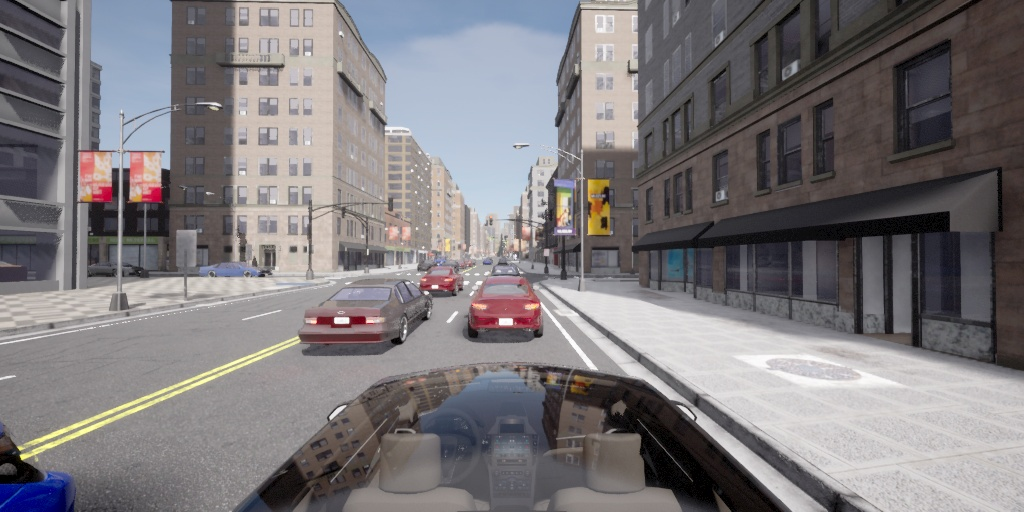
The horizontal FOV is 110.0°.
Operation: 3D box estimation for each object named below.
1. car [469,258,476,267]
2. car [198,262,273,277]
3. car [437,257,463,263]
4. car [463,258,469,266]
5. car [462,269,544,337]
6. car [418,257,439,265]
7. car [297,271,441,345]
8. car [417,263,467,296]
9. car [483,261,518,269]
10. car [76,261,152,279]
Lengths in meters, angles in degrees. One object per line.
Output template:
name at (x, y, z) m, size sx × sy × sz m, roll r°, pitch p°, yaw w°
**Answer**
car at (-8.246, 1.065, 64.617) m, size 2.097 × 1.767 × 4.553 m, roll 0°, pitch 0°, yaw -1°
car at (-23.667, 1.196, 30.735) m, size 5.357 × 1.411 × 2.033 m, roll 0°, pitch -1°, yaw 1°
car at (-7.785, 1.209, 45.538) m, size 1.882 × 1.535 × 5.008 m, roll 0°, pitch 0°, yaw -2°
car at (-8.024, 1.249, 54.741) m, size 1.812 × 1.442 × 4.674 m, roll 0°, pitch 0°, yaw -1°
car at (-0.179, 1.277, 10.150) m, size 1.812 × 1.442 × 4.674 m, roll 0°, pitch 0°, yaw -1°
car at (-11.082, 1.208, 47.241) m, size 1.882 × 1.535 × 5.008 m, roll 0°, pitch 0°, yaw -1°
car at (-3.409, 1.298, 9.469) m, size 2.033 × 1.411 × 5.357 m, roll 0°, pitch 0°, yaw -2°
car at (-3.660, 1.275, 19.057) m, size 1.812 × 1.442 × 4.674 m, roll 0°, pitch 0°, yaw -1°
car at (-0.405, 1.240, 19.234) m, size 2.128 × 1.511 × 4.902 m, roll 0°, pitch 0°, yaw -3°
car at (-33.633, 1.170, 30.416) m, size 4.181 × 1.385 × 1.994 m, roll 0°, pitch -1°, yaw -2°
